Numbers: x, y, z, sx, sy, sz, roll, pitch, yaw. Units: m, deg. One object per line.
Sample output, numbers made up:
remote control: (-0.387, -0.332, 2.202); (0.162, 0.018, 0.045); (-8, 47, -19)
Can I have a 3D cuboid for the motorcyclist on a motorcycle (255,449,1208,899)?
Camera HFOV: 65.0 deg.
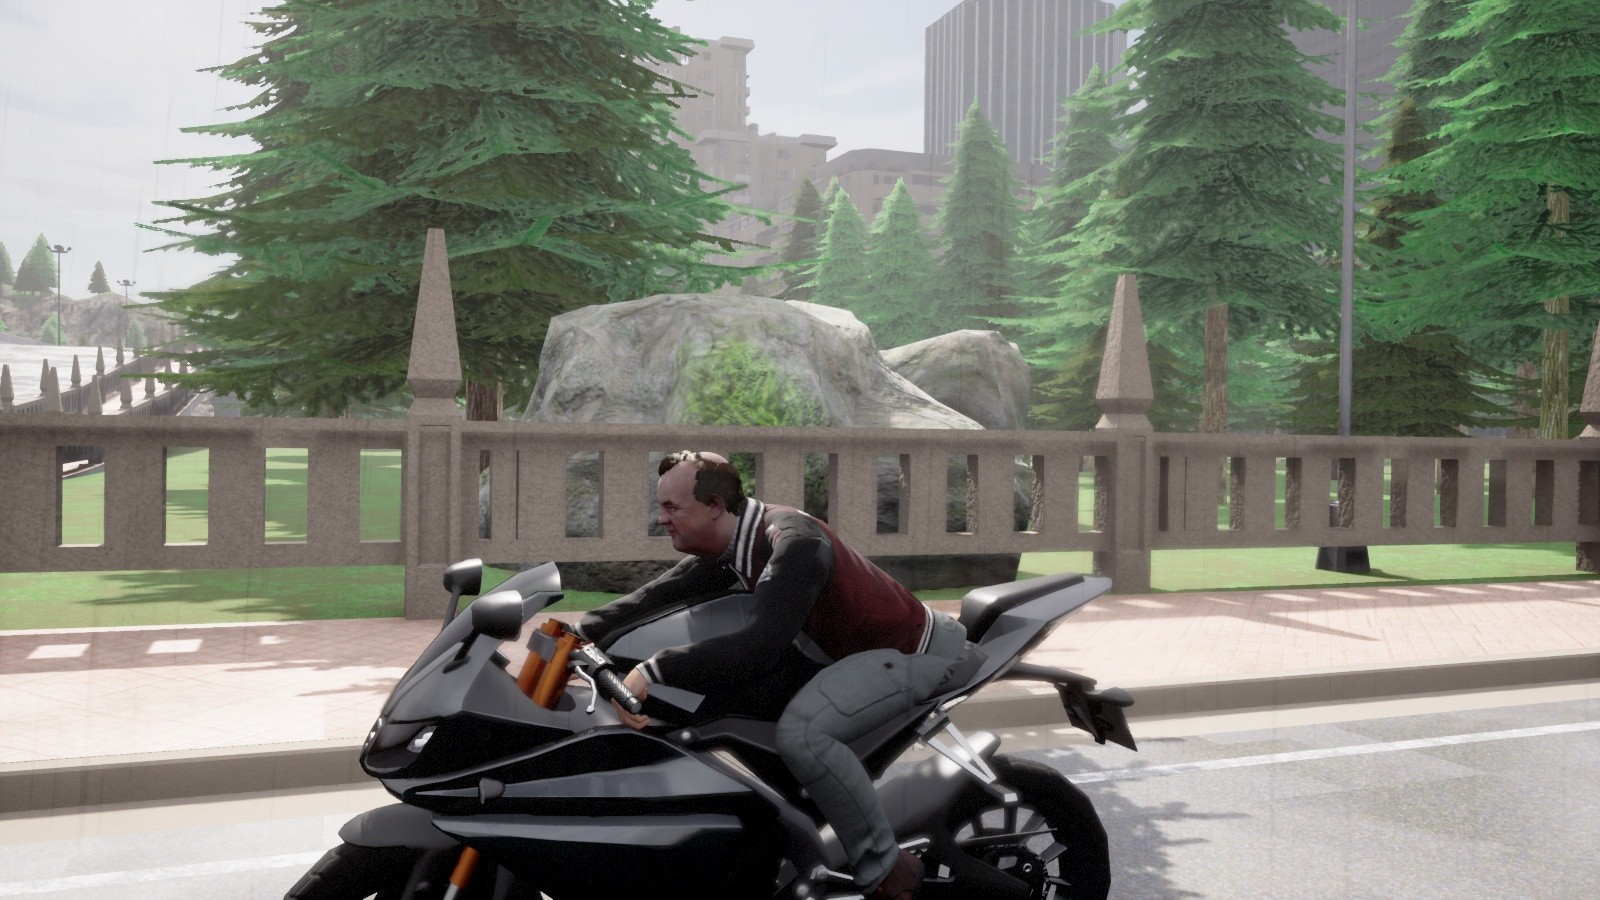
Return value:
motorcyclist on a motorcycle: (-0.153, 0.783, 3.181); (2.191, 1.530, 0.866); (-1, 1, -21)
